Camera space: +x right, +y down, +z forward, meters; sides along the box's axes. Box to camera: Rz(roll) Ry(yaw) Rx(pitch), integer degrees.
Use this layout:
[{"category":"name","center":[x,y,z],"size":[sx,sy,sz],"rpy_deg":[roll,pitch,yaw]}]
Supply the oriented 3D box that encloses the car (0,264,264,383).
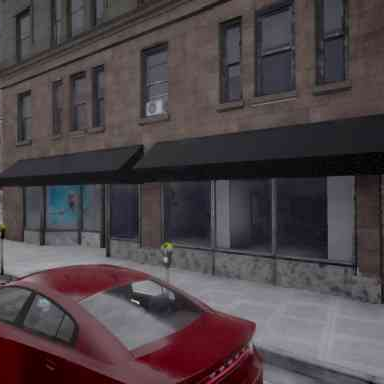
[{"category":"car","center":[-1.430,1.545,3.885],"size":[4.507,1.381,1.887],"rpy_deg":[0,0,36]}]
